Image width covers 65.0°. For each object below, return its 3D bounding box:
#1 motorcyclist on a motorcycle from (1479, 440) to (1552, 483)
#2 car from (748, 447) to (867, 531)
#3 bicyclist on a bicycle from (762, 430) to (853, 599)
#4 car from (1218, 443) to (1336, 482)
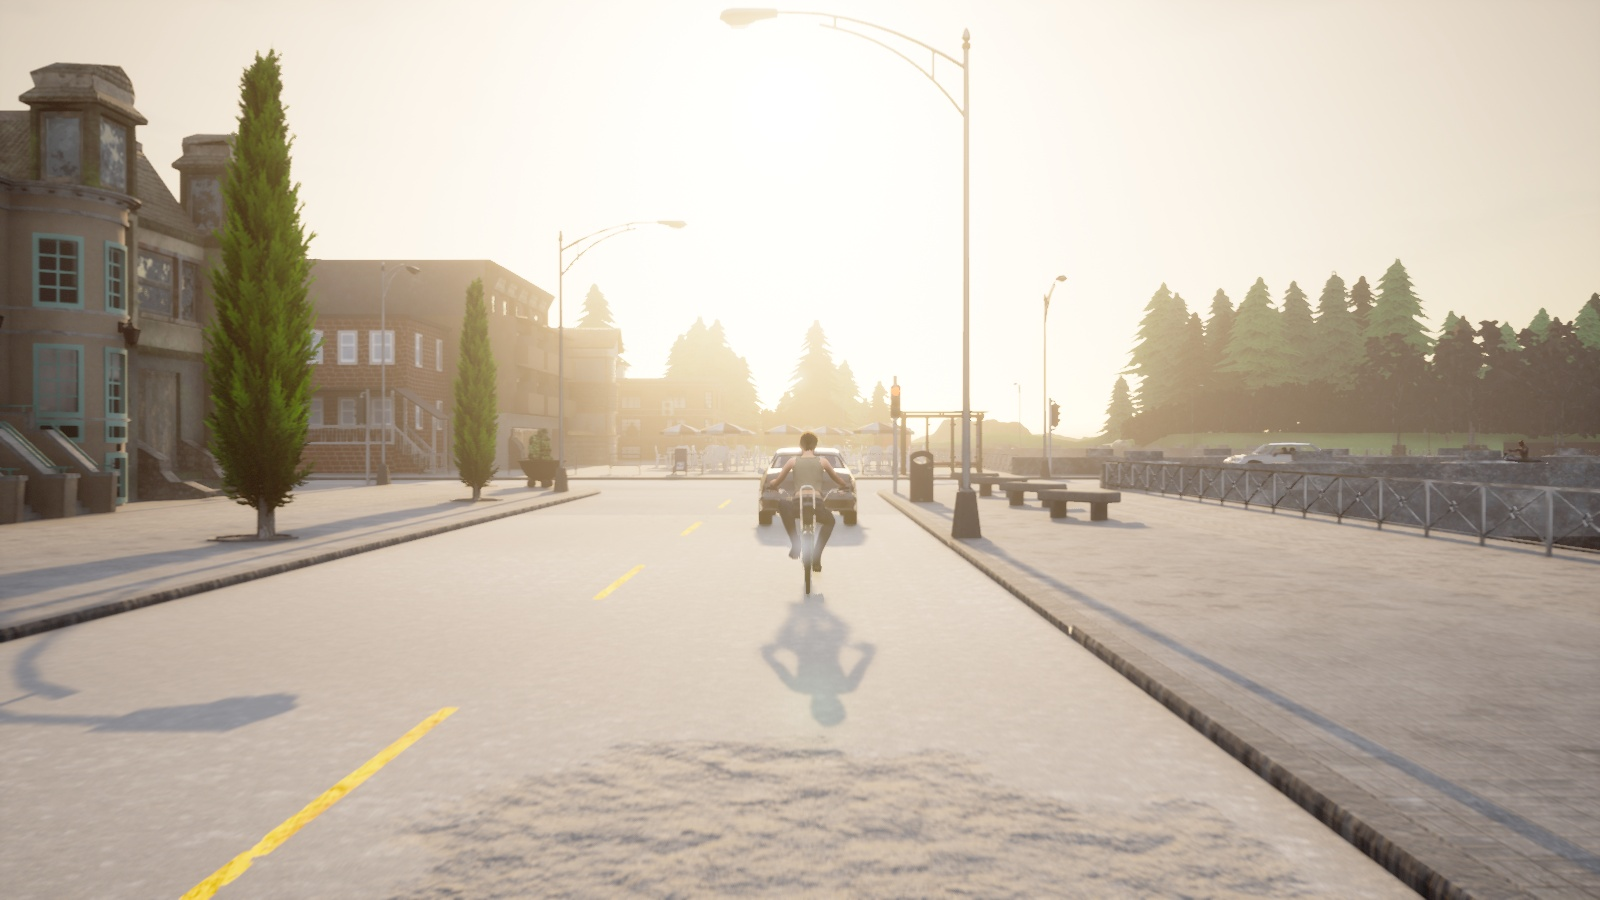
[{"bbox_3d":[27.513,0.447,48.316,2.350,1.649,0.766,0,0,0],"label":"motorcyclist on a motorcycle"},{"bbox_3d":[0.149,0.658,24.152,2.033,1.411,5.357,0,0,0],"label":"car"},{"bbox_3d":[0.081,0.611,12.758,0.866,1.612,1.509,0,0,1],"label":"bicyclist on a bicycle"},{"bbox_3d":[18.317,0.454,48.365,3.806,1.475,1.970,0,0,0],"label":"car"}]
